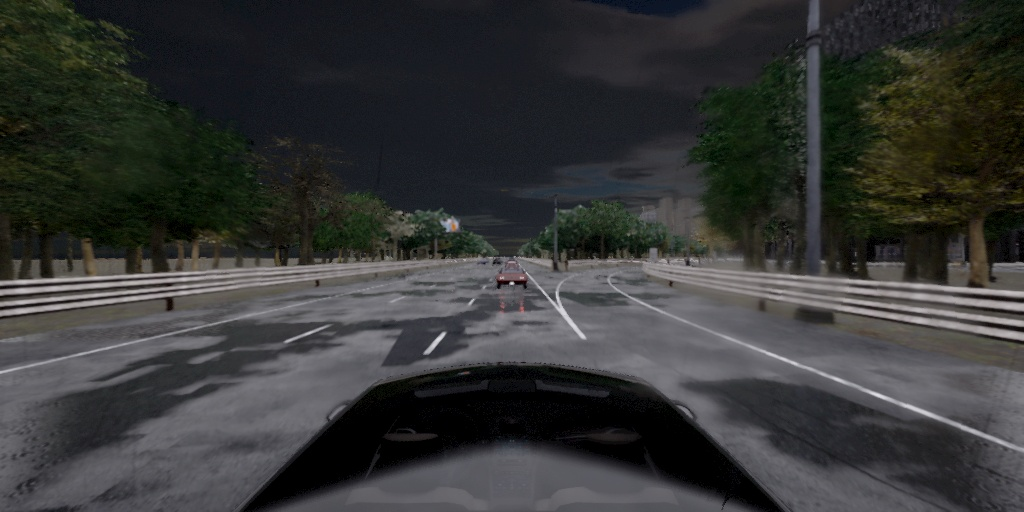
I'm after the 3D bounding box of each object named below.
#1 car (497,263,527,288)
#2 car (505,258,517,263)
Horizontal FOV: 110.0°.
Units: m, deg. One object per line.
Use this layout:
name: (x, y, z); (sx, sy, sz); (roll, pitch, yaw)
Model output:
car: (-0.001, 1.350, 23.769); (1.895, 1.301, 4.718); (0, 0, 0)
car: (-0.006, 1.275, 47.934); (1.812, 1.442, 4.674); (0, 0, 0)
